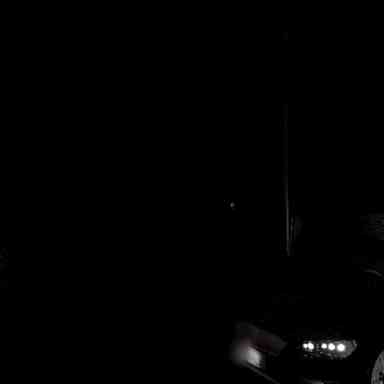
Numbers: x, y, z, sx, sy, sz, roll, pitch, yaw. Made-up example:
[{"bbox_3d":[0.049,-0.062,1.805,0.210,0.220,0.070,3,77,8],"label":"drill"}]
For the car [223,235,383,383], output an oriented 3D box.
[{"bbox_3d":[2.648,1.462,4.931,4.902,1.511,2.128,0,0,-35],"label":"car"}]
